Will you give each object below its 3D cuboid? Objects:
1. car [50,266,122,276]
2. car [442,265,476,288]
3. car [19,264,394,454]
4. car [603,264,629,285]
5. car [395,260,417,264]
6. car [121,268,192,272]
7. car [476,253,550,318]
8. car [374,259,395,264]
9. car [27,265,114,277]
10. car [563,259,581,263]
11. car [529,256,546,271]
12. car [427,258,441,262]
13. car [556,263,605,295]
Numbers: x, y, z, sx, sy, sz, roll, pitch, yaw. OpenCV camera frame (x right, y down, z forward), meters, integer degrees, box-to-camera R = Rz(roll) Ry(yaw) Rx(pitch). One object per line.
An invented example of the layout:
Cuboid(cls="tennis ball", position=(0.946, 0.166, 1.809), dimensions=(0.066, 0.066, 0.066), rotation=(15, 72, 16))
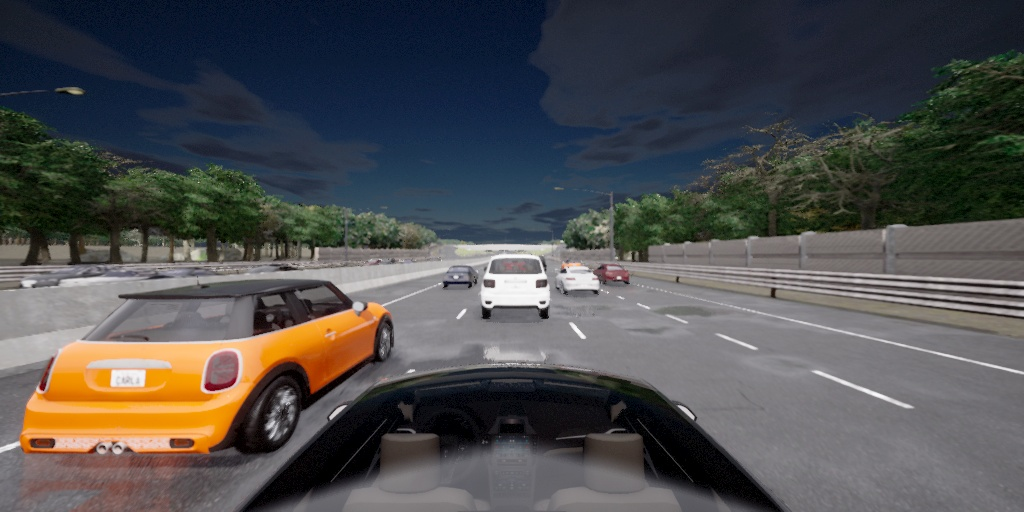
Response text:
Cuboid(cls="car", position=(-21.073, 1.365, 19.543), dimensions=(1.895, 1.301, 4.718), rotation=(0, 0, 0))
Cuboid(cls="car", position=(-3.360, 1.319, 24.052), dimensions=(2.033, 1.411, 5.357), rotation=(0, 0, 0))
Cuboid(cls="car", position=(-3.398, 1.104, 5.301), dimensions=(2.097, 1.767, 4.553), rotation=(0, 0, 0))
Cuboid(cls="car", position=(7.151, 1.301, 26.201), dimensions=(1.812, 1.442, 4.674), rotation=(0, 0, 0))
Cuboid(cls="car", position=(-17.213, 1.340, 59.784), dimensions=(2.033, 1.411, 5.357), rotation=(0, 0, 1))
Cuboid(cls="car", position=(-17.572, 1.328, 19.246), dimensions=(1.994, 1.385, 4.181), rotation=(0, 0, 0))
Cuboid(cls="car", position=(0.109, 0.980, 13.158), dimensions=(2.150, 2.045, 5.566), rotation=(0, 0, 0))
Cuboid(cls="car", position=(-20.715, 1.297, 59.812), dimensions=(1.837, 1.490, 4.892), rotation=(0, 0, 1))
Cuboid(cls="car", position=(-24.567, 1.256, 20.632), dimensions=(2.128, 1.511, 4.902), rotation=(0, 0, 0))
Cuboid(cls="car", position=(7.261, 1.142, 43.421), dimensions=(2.097, 1.767, 4.553), rotation=(0, 0, 0))
Cuboid(cls="car", position=(3.741, 1.015, 52.619), dimensions=(2.150, 2.045, 5.566), rotation=(0, 0, 1))
Cuboid(cls="car", position=(-13.682, 1.146, 62.826), dimensions=(2.097, 1.767, 4.553), rotation=(0, 0, 1))
Cuboid(cls="car", position=(3.526, 1.293, 19.783), dimensions=(1.812, 1.442, 4.674), rotation=(0, 0, 0))
